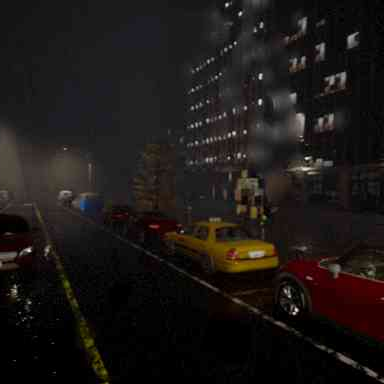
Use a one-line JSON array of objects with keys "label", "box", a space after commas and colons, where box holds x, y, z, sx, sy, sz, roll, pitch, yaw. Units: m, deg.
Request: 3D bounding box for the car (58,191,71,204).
[{"label": "car", "box": [-16.458, 0.938, 44.713, 1.967, 1.590, 4.097, 0, 1, -26]}]

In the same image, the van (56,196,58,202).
[{"label": "van", "box": [-18.899, 0.781, 49.671, 1.690, 1.788, 3.998, 0, 1, -26]}]

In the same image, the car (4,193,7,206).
[{"label": "car", "box": [-21.535, 1.069, 36.054, 1.947, 1.339, 4.313, 0, 1, -26]}]

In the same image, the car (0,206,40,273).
[{"label": "car", "box": [-5.610, 1.390, 9.812, 1.812, 1.442, 4.674, 0, 1, -26]}]

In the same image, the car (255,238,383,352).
[{"label": "car", "box": [3.072, 1.434, 5.050, 1.967, 1.590, 4.097, 0, 1, -26]}]

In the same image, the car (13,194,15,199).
[{"label": "car", "box": [-31.300, 0.852, 55.885, 1.802, 1.307, 4.206, 0, 1, -26]}]

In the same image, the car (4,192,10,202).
[{"label": "car", "box": [-23.976, 0.989, 41.012, 1.887, 1.381, 4.507, 0, 1, -26]}]

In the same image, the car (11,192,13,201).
[{"label": "car", "box": [-28.859, 0.910, 50.928, 1.802, 1.307, 4.206, 0, 1, -26]}]

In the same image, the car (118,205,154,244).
[{"label": "car", "box": [-1.812, 1.448, 14.968, 1.802, 1.307, 4.206, 0, 1, -26]}]

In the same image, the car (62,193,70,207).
[{"label": "car", "box": [-14.017, 1.123, 39.757, 1.947, 1.339, 4.313, 0, 1, -26]}]

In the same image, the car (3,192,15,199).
[{"label": "car", "box": [-36.182, 0.723, 65.801, 1.947, 1.339, 4.313, 0, 1, -26]}]

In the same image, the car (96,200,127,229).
[{"label": "car", "box": [-4.253, 1.385, 19.925, 1.802, 1.307, 4.206, 0, 1, -26]}]

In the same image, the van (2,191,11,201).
[{"label": "van", "box": [-26.417, 0.727, 45.968, 1.690, 1.788, 3.998, 0, 1, -26]}]

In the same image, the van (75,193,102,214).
[{"label": "van", "box": [-9.133, 1.019, 29.839, 1.690, 1.788, 3.998, 0, 1, -26]}]

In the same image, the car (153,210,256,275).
[{"label": "car", "box": [0.555, 1.453, 10.161, 1.752, 1.417, 4.829, 0, 1, -26]}]

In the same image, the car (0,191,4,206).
[{"label": "car", "box": [-19.092, 1.004, 31.095, 1.967, 1.590, 4.097, 0, 1, -26]}]

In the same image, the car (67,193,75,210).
[{"label": "car", "box": [-11.650, 1.141, 34.950, 1.752, 1.417, 4.829, 0, 1, -26]}]

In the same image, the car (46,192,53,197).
[{"label": "car", "box": [-35.988, 0.590, 84.378, 1.887, 1.381, 4.507, 0, 1, -26]}]
